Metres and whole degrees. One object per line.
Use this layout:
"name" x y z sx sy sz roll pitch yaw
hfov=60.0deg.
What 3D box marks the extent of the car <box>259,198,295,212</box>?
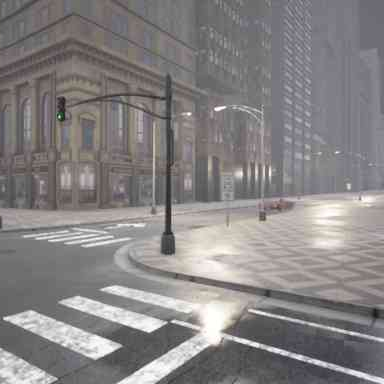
"car" 8.151 1.177 31.457 1.895 1.301 4.718 0 1 36
